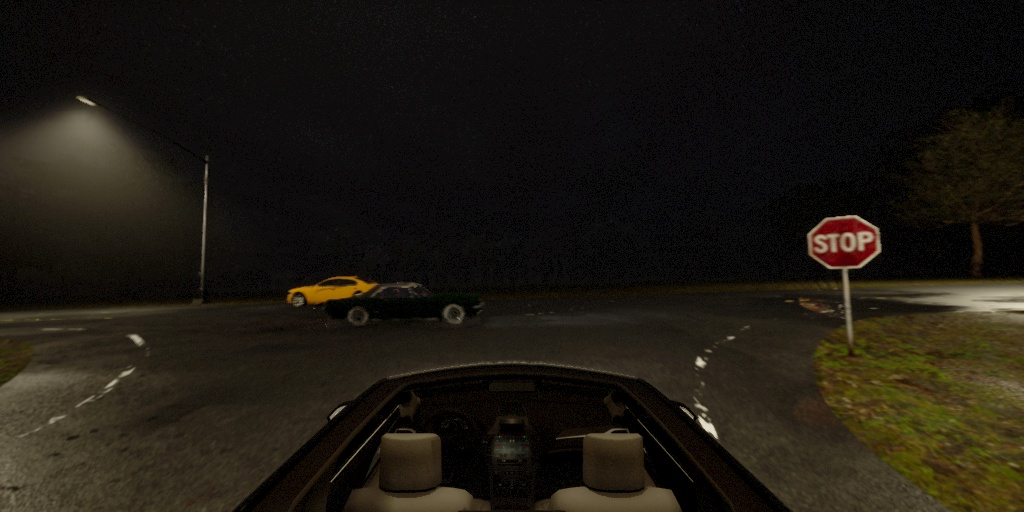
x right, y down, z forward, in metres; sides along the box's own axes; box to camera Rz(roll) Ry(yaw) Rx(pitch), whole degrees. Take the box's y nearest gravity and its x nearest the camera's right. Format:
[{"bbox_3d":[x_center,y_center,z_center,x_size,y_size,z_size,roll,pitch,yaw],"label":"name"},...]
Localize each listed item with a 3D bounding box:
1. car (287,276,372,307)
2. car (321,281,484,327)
[{"bbox_3d":[-8.981,1.824,18.735,5.008,1.535,1.882,-1,-4,1],"label":"car"},{"bbox_3d":[-3.268,1.529,11.637,4.718,1.301,1.895,-1,-3,1],"label":"car"}]
